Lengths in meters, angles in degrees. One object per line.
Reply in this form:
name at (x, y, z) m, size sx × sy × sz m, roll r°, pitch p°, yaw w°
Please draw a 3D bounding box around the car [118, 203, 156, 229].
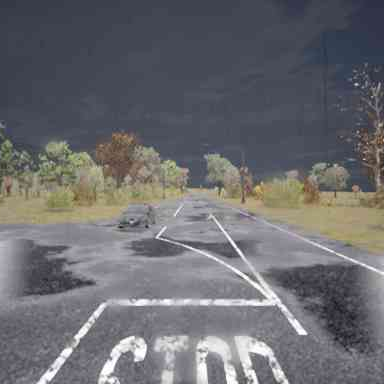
car at (-3.426, 1.494, 21.403) m, size 1.837 × 1.490 × 4.892 m, roll 0°, pitch 0°, yaw 0°
